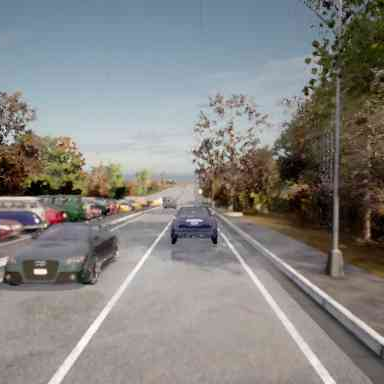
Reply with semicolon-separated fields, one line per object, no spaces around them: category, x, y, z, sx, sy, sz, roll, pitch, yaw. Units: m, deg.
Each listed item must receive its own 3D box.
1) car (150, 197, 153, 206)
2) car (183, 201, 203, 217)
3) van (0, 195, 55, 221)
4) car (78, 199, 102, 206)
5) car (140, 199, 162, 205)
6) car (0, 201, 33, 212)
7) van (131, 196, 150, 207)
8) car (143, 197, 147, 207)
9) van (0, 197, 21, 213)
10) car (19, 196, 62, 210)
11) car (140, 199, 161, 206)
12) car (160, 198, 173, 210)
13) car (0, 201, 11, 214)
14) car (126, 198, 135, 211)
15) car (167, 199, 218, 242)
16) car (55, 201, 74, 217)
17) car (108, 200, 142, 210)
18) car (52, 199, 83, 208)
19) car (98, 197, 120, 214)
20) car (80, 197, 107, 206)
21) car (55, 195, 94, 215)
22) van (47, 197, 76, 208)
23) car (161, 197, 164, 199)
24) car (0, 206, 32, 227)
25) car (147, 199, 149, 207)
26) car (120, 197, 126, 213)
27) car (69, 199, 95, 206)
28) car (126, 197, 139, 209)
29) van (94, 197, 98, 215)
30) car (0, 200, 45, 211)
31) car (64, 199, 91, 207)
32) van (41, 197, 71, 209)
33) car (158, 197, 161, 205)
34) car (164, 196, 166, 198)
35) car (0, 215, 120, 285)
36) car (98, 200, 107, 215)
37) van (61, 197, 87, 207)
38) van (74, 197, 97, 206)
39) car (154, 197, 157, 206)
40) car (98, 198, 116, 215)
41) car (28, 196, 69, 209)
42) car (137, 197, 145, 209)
car;-10.312;2.161;62.532;4.792;1.488;2.163;0;-1;0
car;0.092;1.693;34.269;1.837;1.490;4.892;0;-1;0
van;-10.197;1.262;18.138;4.442;1.987;1.878;0;0;0
car;-23.325;2.447;76.446;4.792;1.488;2.163;0;-1;0
car;-10.453;2.620;84.725;5.366;1.575;1.946;0;-1;0
car;-23.379;1.857;43.093;4.674;1.452;2.002;0;-1;0
van;-10.401;1.860;59.760;4.442;1.987;1.878;0;-1;0
car;-10.259;2.026;54.204;4.792;1.488;2.163;0;-1;0
van;-23.495;1.547;40.327;4.442;1.987;1.878;0;-1;0
car;-23.342;1.702;51.533;5.566;2.045;2.435;0;-1;0
car;-10.276;2.555;81.949;4.892;1.521;2.231;0;-1;0
car;-3.348;2.027;52.030;1.994;1.385;4.181;0;-1;0
car;-23.378;1.770;37.679;4.674;1.452;2.002;0;-1;0
car;-10.113;1.769;40.325;5.366;1.575;1.946;0;-1;0
car;0.103;1.383;16.528;2.097;1.767;4.553;0;0;0
car;-10.341;1.518;20.920;4.792;1.488;2.163;0;0;0
car;-10.261;1.981;51.428;4.792;1.488;2.163;0;-1;0
car;-23.368;2.132;62.607;5.008;1.535;2.097;0;-1;0
car;-10.271;1.557;34.776;4.553;1.767;2.185;0;-1;0
car;-23.380;2.235;79.221;5.566;2.045;2.435;0;-1;0
car;-10.338;1.252;23.674;5.566;2.045;2.435;0;-1;0
van;-23.481;1.862;59.842;4.442;1.987;1.878;0;-1;0
car;-10.086;2.482;79.175;5.366;1.575;1.946;0;-1;0
car;-10.318;1.528;15.362;4.674;1.452;2.002;0;0;0
car;-10.258;2.071;56.980;4.792;1.488;2.163;0;-1;0
car;-10.269;1.602;37.551;4.553;1.767;2.185;0;-1;0
car;-23.386;2.314;70.782;4.792;1.488;2.163;0;-1;0
car;-10.301;1.863;45.877;4.892;1.521;2.231;0;-1;0
van;-10.191;1.323;26.450;4.442;1.987;1.878;0;-1;0
car;-23.369;1.864;45.988;5.008;1.535;2.097;0;-1;0
car;-23.388;2.260;68.144;4.792;1.488;2.163;0;-1;0
van;-23.250;1.817;57.071;4.442;1.987;1.878;0;-1;0
car;-10.090;2.344;73.503;5.366;1.575;1.946;0;-1;0
car;-10.294;2.441;87.507;5.566;2.045;2.435;0;-1;0
car;-3.348;1.569;9.325;1.994;1.385;4.181;0;0;0
car;-10.309;1.633;29.221;4.674;1.452;2.002;0;-1;0
van;-23.252;1.954;65.397;4.442;1.987;1.878;0;-1;0
van;-23.472;2.122;73.559;4.442;1.987;1.878;0;-1;0
car;-10.273;2.230;68.084;4.892;1.521;2.231;0;-1;0
car;-10.299;1.638;31.998;5.008;1.535;2.097;0;-1;0
car;-23.340;1.747;54.303;5.566;2.045;2.435;0;-1;0
car;-10.107;1.904;48.652;5.366;1.575;1.946;0;-1;0
